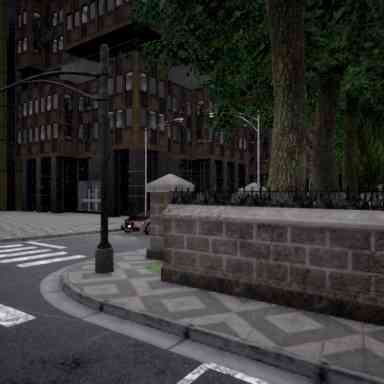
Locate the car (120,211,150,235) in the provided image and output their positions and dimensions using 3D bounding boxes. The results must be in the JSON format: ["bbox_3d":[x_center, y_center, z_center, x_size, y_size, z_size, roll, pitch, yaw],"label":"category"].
[{"bbox_3d":[-2.595,1.916,21.562,1.994,1.385,4.181,0,-1,35],"label":"car"}]
